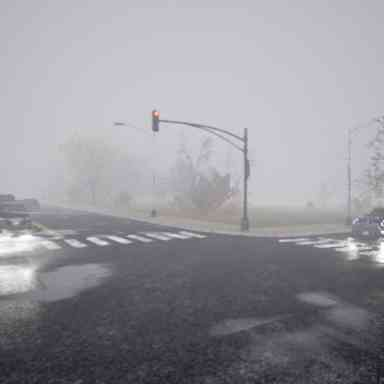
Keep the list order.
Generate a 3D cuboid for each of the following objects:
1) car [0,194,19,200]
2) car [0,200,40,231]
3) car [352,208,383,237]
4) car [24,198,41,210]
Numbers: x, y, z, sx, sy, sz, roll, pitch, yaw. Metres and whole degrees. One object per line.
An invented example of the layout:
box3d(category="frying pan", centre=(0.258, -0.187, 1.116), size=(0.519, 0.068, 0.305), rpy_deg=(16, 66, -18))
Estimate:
box3d(category="car", centre=(-16.591, 1.200, 29.242), size=(2.150, 2.045, 5.566), rpy_deg=(0, 0, -32))
box3d(category="car", centre=(-11.136, 1.485, 20.657), size=(2.128, 1.511, 4.902), rpy_deg=(0, 0, -32))
box3d(category="car", centre=(11.365, 1.709, 19.406), size=(4.553, 1.767, 2.097), rpy_deg=(1, -1, -34))
box3d(category="car", centre=(-19.667, 1.500, 40.504), size=(1.837, 1.490, 4.892), rpy_deg=(0, 0, -32))
